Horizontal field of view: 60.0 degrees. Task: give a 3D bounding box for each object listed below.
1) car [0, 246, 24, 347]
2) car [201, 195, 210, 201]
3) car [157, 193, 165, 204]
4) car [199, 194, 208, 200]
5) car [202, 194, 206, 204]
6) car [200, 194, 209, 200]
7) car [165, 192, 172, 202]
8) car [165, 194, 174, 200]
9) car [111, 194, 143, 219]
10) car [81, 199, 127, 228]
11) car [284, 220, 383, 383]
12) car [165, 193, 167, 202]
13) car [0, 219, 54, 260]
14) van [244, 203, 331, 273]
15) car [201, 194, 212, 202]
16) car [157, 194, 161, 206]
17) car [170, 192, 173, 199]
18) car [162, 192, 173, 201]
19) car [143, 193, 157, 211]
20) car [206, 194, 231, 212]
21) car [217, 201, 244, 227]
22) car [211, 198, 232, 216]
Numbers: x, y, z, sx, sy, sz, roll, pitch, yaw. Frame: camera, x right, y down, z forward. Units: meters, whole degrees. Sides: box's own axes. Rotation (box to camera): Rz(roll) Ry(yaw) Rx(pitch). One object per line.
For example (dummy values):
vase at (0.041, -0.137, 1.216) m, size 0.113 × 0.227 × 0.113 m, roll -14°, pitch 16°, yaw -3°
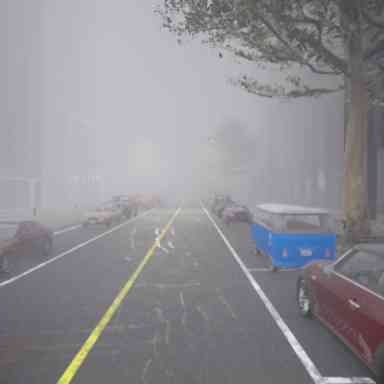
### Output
car at (-3.000, 1.468, 1.516) m, size 1.882 × 1.535 × 5.008 m, roll 0°, pitch 0°, yaw 0°
car at (2.869, 1.279, 72.219) m, size 1.802 × 1.307 × 4.206 m, roll 0°, pitch 0°, yaw 0°
car at (-5.660, 1.083, 49.668) m, size 2.192 × 1.841 × 5.009 m, roll 0°, pitch 0°, yaw 0°
car at (2.871, 1.237, 83.498) m, size 1.947 × 1.339 × 4.313 m, roll 0°, pitch 0°, yaw 0°
car at (2.866, 1.334, 49.661) m, size 1.947 × 1.339 × 4.313 m, roll 0°, pitch 0°, yaw 0°
car at (2.870, 1.249, 77.858) m, size 1.947 × 1.339 × 4.313 m, roll 0°, pitch 0°, yaw 0°
car at (-5.657, 1.277, 66.586) m, size 1.947 × 1.339 × 4.313 m, roll 0°, pitch 0°, yaw 0°
car at (-5.654, 1.253, 83.501) m, size 1.802 × 1.307 × 4.206 m, roll 0°, pitch 0°, yaw 0°
car at (-5.664, 1.169, 27.112) m, size 2.192 × 1.841 × 5.009 m, roll 0°, pitch 0°, yaw 0°
car at (-5.665, 1.404, 21.306) m, size 1.752 × 1.417 × 4.829 m, roll 0°, pitch 0°, yaw 0°
car at (2.859, 1.413, 4.545) m, size 1.967 × 1.590 × 4.097 m, roll 0°, pitch 0°, yaw 0°
car at (-5.658, 1.292, 55.308) m, size 1.887 × 1.381 × 4.507 m, roll 0°, pitch 0°, yaw 0°
car at (-5.666, 1.521, 10.199) m, size 1.802 × 1.307 × 4.206 m, roll 0°, pitch 0°, yaw 0°
van at (2.860, 1.280, 10.184) m, size 1.690 × 1.788 × 3.998 m, roll 0°, pitch 0°, yaw 0°
car at (2.868, 1.152, 66.580) m, size 1.967 × 1.590 × 4.097 m, roll 0°, pitch 0°, yaw 0°
car at (-5.661, 1.355, 44.031) m, size 1.947 × 1.339 × 4.313 m, roll 0°, pitch 0°, yaw 0°
car at (-5.656, 1.263, 72.224) m, size 1.947 × 1.339 × 4.313 m, roll 0°, pitch 0°, yaw 0°
car at (-5.656, 0.997, 77.861) m, size 2.192 × 1.841 × 5.009 m, roll 0°, pitch 0°, yaw 0°
car at (-5.662, 1.125, 38.391) m, size 2.192 × 1.841 × 5.009 m, roll 0°, pitch 0°, yaw 0°
car at (2.862, 1.148, 32.741) m, size 2.192 × 1.841 × 5.009 m, roll 0°, pitch 0°, yaw 0°
car at (2.860, 1.460, 21.464) m, size 1.802 × 1.307 × 4.206 m, roll 0°, pitch 0°, yaw 0°
car at (2.861, 1.420, 27.102) m, size 1.947 × 1.339 × 4.313 m, roll 0°, pitch 0°, yaw 0°
